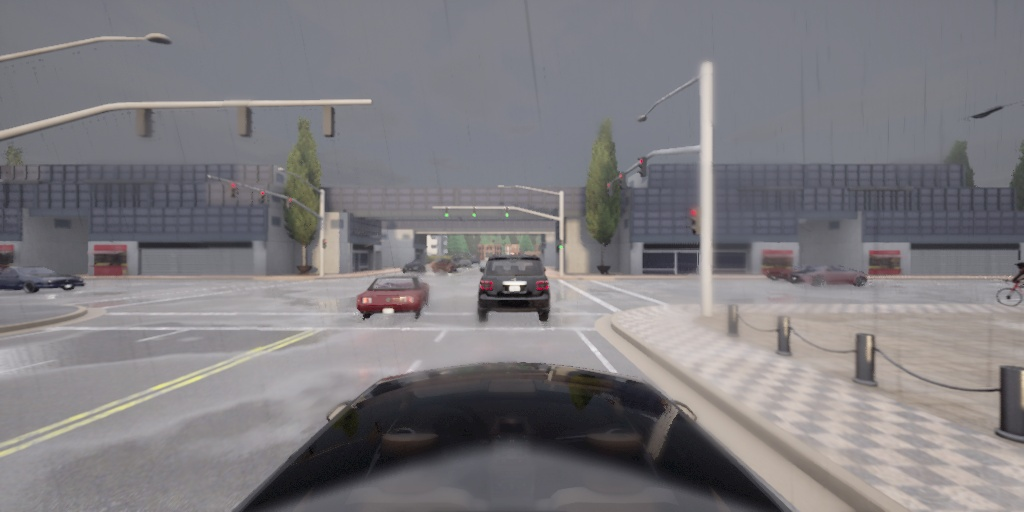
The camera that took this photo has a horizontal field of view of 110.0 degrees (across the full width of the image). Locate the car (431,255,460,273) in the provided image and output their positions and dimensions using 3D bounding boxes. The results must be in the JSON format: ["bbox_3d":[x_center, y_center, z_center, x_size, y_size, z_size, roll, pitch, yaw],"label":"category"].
[{"bbox_3d":[-7.739,1.088,41.737,2.097,1.767,4.553,0,0,1],"label":"car"}]

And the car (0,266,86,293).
[{"bbox_3d":[-27.248,1.289,19.940,5.357,1.411,2.033,0,0,1],"label":"car"}]

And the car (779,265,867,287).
[{"bbox_3d":[20.617,1.304,23.601,4.181,1.385,1.994,0,0,0],"label":"car"}]

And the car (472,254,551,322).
[{"bbox_3d":[0.028,0.968,12.469,2.150,2.045,5.566,0,0,-1],"label":"car"}]

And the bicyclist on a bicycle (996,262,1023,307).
[{"bbox_3d":[18.162,1.046,12.625,0.582,1.620,1.656,0,0,0],"label":"bicyclist on a bicycle"}]

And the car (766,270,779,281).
[{"bbox_3d":[22.045,1.340,27.097,4.718,1.301,1.895,0,0,0],"label":"car"}]

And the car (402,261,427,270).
[{"bbox_3d":[-11.242,1.297,41.446,1.994,1.385,4.181,0,0,1],"label":"car"}]

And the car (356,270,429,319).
[{"bbox_3d":[-4.035,1.346,12.879,1.895,1.301,4.718,0,0,-9],"label":"car"}]

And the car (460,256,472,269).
[{"bbox_3d":[-7.607,1.230,57.464,1.837,1.490,4.892,0,0,1],"label":"car"}]
